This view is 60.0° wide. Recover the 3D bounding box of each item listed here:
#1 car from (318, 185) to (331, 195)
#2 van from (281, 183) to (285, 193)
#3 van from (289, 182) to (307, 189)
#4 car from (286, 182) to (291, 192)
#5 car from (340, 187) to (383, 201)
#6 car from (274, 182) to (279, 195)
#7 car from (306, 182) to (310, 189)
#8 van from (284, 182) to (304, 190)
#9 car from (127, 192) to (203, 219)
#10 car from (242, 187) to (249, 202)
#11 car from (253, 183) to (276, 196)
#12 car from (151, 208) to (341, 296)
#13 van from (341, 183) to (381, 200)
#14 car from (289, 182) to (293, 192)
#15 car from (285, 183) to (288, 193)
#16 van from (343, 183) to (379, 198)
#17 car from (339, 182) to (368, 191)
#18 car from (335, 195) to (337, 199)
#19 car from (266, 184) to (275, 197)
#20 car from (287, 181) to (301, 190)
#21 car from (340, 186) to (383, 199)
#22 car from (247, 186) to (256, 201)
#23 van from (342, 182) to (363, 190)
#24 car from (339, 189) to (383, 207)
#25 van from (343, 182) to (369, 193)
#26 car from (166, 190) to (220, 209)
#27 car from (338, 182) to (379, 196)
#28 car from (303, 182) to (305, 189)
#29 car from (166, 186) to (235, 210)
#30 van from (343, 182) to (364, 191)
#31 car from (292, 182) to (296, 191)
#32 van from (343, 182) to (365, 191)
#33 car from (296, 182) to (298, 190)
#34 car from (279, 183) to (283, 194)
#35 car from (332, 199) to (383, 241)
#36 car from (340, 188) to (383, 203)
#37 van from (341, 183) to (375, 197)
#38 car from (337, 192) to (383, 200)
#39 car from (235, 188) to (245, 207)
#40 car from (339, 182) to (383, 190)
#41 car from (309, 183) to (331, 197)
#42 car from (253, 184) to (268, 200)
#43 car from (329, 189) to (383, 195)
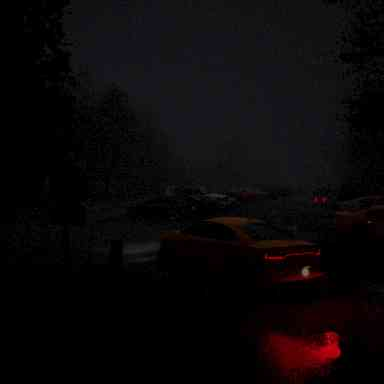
[{"bbox_3d":[22.615,-0.432,56.718,1.882,1.535,5.008,1,2,24],"label":"car"},{"bbox_3d":[11.833,-0.508,52.355,4.442,1.987,1.878,1,2,24],"label":"van"},{"bbox_3d":[28.799,-1.788,90.346,4.442,1.987,1.878,1,1,24],"label":"van"},{"bbox_3d":[13.991,-0.435,57.478,4.792,1.488,2.163,1,2,24],"label":"car"},{"bbox_3d":[20.208,0.232,39.378,4.792,1.488,2.163,1,2,24],"label":"car"},{"bbox_3d":[9.464,-0.227,47.342,4.553,1.767,2.185,1,2,24],"label":"car"},{"bbox_3d":[26.646,-1.706,85.243,5.566,2.045,2.435,1,2,24],"label":"car"},{"bbox_3d":[25.368,-1.592,82.777,4.442,1.987,1.878,1,2,24],"label":"van"},{"bbox_3d":[-2.045,1.030,22.117,4.792,1.488,2.163,1,3,24],"label":"car"},{"bbox_3d":[2.571,0.546,32.206,4.892,1.521,2.231,1,3,24],"label":"car"},{"bbox_3d":[8.283,-0.005,44.832,4.892,1.521,2.231,1,3,24],"label":"car"},{"bbox_3d":[0.905,1.379,8.522,1.882,1.535,5.008,2,-1,-31],"label":"car"},{"bbox_3d":[21.219,-0.121,41.930,4.442,1.987,1.878,1,2,24],"label":"van"},{"bbox_3d":[15.137,-0.525,60.006,4.792,1.488,2.163,1,2,24],"label":"car"},{"bbox_3d":[12.845,-0.345,54.951,4.792,1.488,2.163,1,2,24],"label":"car"},{"bbox_3d":[23.716,-0.300,46.895,4.442,1.987,1.878,1,2,24],"label":"van"},{"bbox_3d":[35.068,-1.230,72.284,5.566,2.045,2.435,1,2,24],"label":"car"},{"bbox_3d":[11.012,1.122,19.243,4.792,1.488,2.163,1,3,24],"label":"car"},{"bbox_3d":[7.315,0.096,42.234,5.366,1.575,1.946,1,3,24],"label":"car"},{"bbox_3d":[19.577,-0.921,70.177,5.366,1.575,1.946,1,2,24],"label":"car"},{"bbox_3d":[22.472,0.014,44.427,5.008,1.535,2.097,1,2,24],"label":"car"},{"bbox_3d":[3.541,0.425,34.810,5.366,1.575,1.946,1,3,24],"label":"car"},{"bbox_3d":[38.421,-1.476,79.894,4.442,1.987,1.878,1,2,24],"label":"van"},{"bbox_3d":[16.729,0.553,31.844,4.792,1.488,2.163,1,3,24],"label":"car"},{"bbox_3d":[31.771,-0.933,64.661,4.442,1.987,1.878,1,2,24],"label":"van"},{"bbox_3d":[-0.867,0.887,24.627,5.008,1.535,2.097,1,3,24],"label":"car"},{"bbox_3d":[25.871,-0.507,51.996,5.566,2.045,2.435,1,2,24],"label":"car"},{"bbox_3d":[23.178,-1.185,77.685,5.008,1.535,2.097,1,2,24],"label":"car"},{"bbox_3d":[0.299,0.522,27.133,5.566,2.045,2.435,1,3,24],"label":"car"},{"bbox_3d":[37.435,-1.378,77.155,4.442,1.987,1.878,1,2,24],"label":"van"},{"bbox_3d":[16.140,-0.651,62.596,5.366,1.575,1.946,1,2,24],"label":"car"},{"bbox_3d":[36.344,-1.292,74.747,4.442,1.987,1.878,1,2,24],"label":"van"},{"bbox_3d":[17.460,-0.733,65.044,4.892,1.521,2.231,1,2,24],"label":"car"},{"bbox_3d":[10.607,-0.164,49.872,4.792,1.488,2.163,1,2,24],"label":"car"},{"bbox_3d":[8.799,1.316,14.302,5.008,1.535,2.097,1,3,24],"label":"car"},{"bbox_3d":[19.119,0.329,36.976,4.792,1.488,2.163,1,3,24],"label":"car"},{"bbox_3d":[24.647,-0.394,49.513,4.442,1.987,1.878,1,2,24],"label":"van"},{"bbox_3d":[9.975,1.077,16.804,4.553,1.767,2.185,1,3,24],"label":"car"},{"bbox_3d":[1.588,0.659,29.605,5.366,1.575,1.946,1,3,24],"label":"car"},{"bbox_3d":[15.637,0.387,29.288,5.566,2.045,2.435,1,3,24],"label":"car"},{"bbox_3d":[18.365,-0.084,47.345,2.128,1.511,4.902,1,2,24],"label":"car"},{"bbox_3d":[5.883,0.194,39.973,5.366,1.575,1.946,1,3,24],"label":"car"},{"bbox_3d":[13.156,0.860,24.347,5.366,1.575,1.946,1,3,24],"label":"car"}]
